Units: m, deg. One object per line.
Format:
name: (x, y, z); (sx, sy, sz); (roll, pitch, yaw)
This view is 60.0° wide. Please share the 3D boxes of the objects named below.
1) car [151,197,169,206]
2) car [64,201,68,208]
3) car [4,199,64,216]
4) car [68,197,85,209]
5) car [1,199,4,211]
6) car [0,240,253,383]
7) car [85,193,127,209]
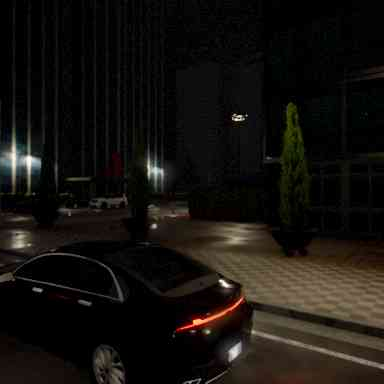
car: (-5.562, 1.553, 53.835); (1.994, 1.385, 4.181); (0, 0, 35)
car: (-17.079, 1.481, 37.459); (2.128, 1.511, 4.902); (0, 0, 35)
car: (-15.632, 1.516, 33.074); (1.812, 1.442, 4.674); (0, 0, 35)
car: (-15.381, 1.493, 45.966); (1.837, 1.490, 4.892); (0, 0, 35)
car: (-21.028, 1.536, 37.921); (2.033, 1.411, 5.357); (0, 0, 35)
car: (-1.496, 1.503, 5.070); (4.892, 1.490, 1.837); (0, 0, 36)
car: (-11.363, 1.211, 45.597); (2.150, 2.045, 5.566); (0, 0, 35)
